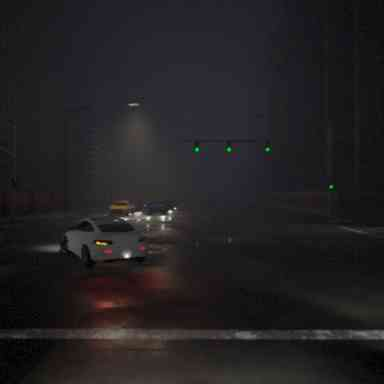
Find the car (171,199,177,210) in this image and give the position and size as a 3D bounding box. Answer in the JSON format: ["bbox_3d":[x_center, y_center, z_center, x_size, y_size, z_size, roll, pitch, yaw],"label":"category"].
[{"bbox_3d":[-3.579,1.765,46.420,1.837,1.490,4.892,0,0,1],"label":"car"}]

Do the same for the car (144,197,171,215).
[{"bbox_3d":[-3.732,1.686,37.193,1.882,1.535,5.008,0,0,1],"label":"car"}]

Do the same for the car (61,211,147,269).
[{"bbox_3d":[-3.108,1.591,11.490,1.812,1.442,4.674,1,-1,-32],"label":"car"}]

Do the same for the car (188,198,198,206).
[{"bbox_3d":[0.278,1.964,64.996,1.895,1.301,4.718,0,0,1],"label":"car"}]

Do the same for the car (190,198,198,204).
[{"bbox_3d":[0.437,2.016,75.324,1.895,1.301,4.718,0,0,1],"label":"car"}]

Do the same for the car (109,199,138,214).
[{"bbox_3d":[-7.266,1.673,34.797,1.882,1.535,5.008,0,0,1],"label":"car"}]

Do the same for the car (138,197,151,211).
[{"bbox_3d":[-7.126,1.739,44.064,2.128,1.511,4.902,0,0,1],"label":"car"}]

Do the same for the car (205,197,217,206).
[{"bbox_3d":[3.781,1.842,65.127,1.882,1.535,5.008,0,0,1],"label":"car"}]

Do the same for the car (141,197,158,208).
[{"bbox_3d":[-6.902,1.656,54.124,2.097,1.767,4.553,0,0,1],"label":"car"}]

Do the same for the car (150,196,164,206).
[{"bbox_3d":[-6.735,1.712,64.213,2.097,1.767,4.553,0,0,1],"label":"car"}]

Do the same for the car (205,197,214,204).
[{"bbox_3d":[3.936,1.898,75.241,1.882,1.535,5.008,0,0,1],"label":"car"}]
